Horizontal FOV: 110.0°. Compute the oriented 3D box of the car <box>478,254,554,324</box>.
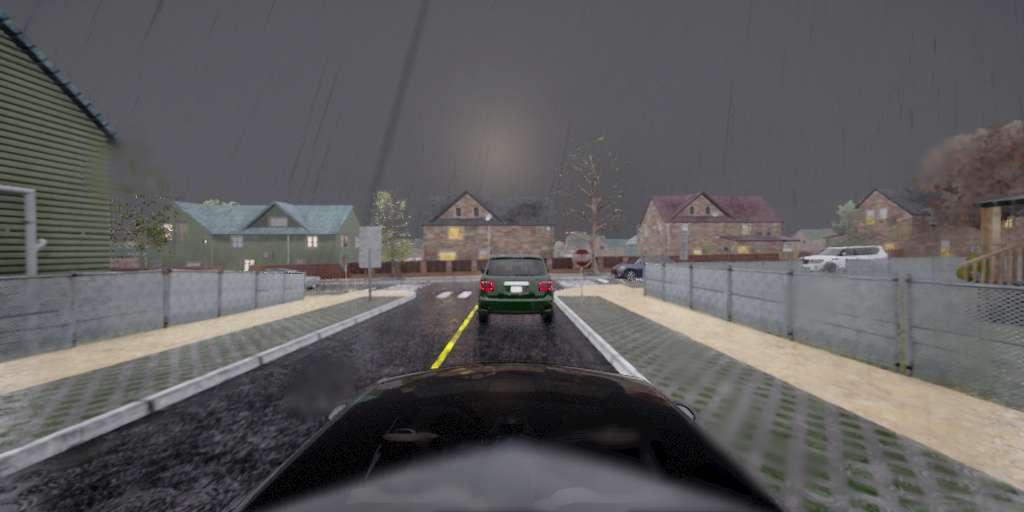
[{"bbox_3d":[0.098,0.962,12.018,2.150,2.045,5.566,0,0,0],"label":"car"}]

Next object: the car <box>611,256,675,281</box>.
[{"bbox_3d":[9.470,0.794,25.712,4.553,1.767,2.097,-1,1,-2],"label":"car"}]

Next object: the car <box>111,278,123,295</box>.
[{"bbox_3d":[-27.755,1.721,22.839,4.553,1.767,2.097,-2,1,0],"label":"car"}]

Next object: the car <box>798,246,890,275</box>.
[{"bbox_3d":[23.750,0.325,25.827,5.566,2.045,2.150,-1,1,0],"label":"car"}]

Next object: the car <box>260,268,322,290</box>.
[{"bbox_3d":[-14.816,1.660,22.846,4.718,1.301,1.895,-1,1,0],"label":"car"}]
